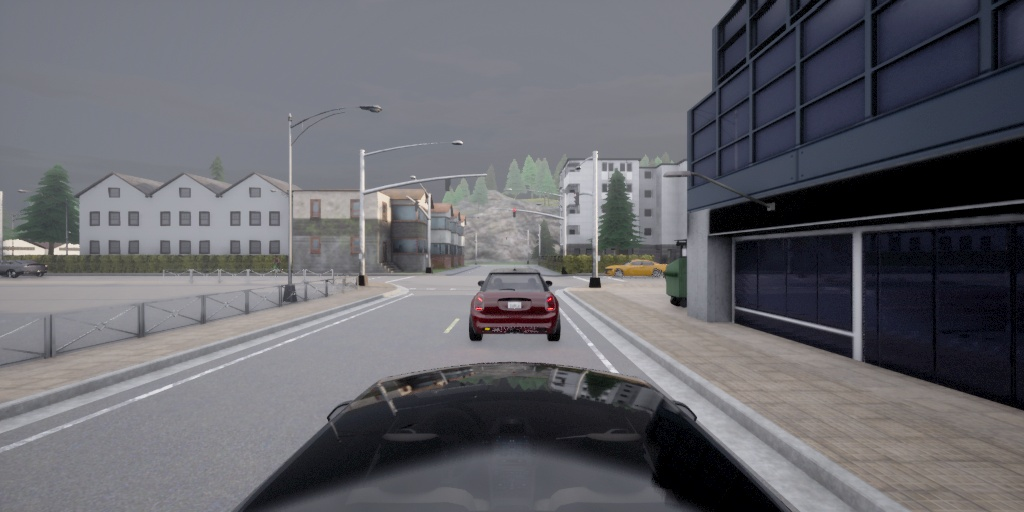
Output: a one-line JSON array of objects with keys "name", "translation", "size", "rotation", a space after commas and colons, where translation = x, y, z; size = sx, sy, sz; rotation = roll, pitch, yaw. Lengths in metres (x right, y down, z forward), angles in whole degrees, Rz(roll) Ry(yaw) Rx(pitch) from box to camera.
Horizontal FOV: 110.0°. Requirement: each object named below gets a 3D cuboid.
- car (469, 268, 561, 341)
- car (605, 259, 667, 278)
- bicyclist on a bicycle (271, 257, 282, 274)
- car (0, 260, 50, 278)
[{"name": "car", "translation": [0.085, 1.102, 10.014], "size": [2.097, 1.767, 4.553], "rotation": [0, 0, 1]}, {"name": "car", "translation": [10.323, 1.051, 29.956], "size": [5.008, 1.535, 1.882], "rotation": [0, 0, 2]}, {"name": "bicyclist on a bicycle", "translation": [-22.211, 0.874, 33.856], "size": [0.582, 1.620, 1.656], "rotation": [0, 0, 0]}, {"name": "car", "translation": [-42.102, 1.065, 30.105], "size": [4.902, 1.511, 2.128], "rotation": [0, 0, 0]}]
